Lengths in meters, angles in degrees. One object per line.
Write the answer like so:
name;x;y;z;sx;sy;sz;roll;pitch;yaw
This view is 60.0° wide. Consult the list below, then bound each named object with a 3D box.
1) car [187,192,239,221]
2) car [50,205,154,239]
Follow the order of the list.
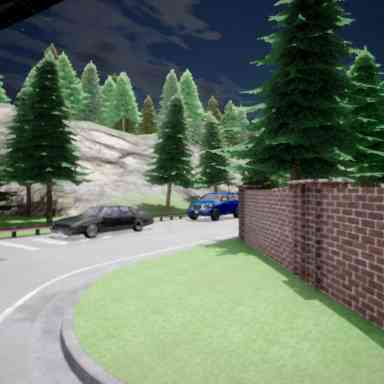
car;1.904;1.037;25.396;2.150;2.045;5.566;0;0;35
car;-4.190;1.363;16.581;2.033;1.411;5.357;0;0;35
